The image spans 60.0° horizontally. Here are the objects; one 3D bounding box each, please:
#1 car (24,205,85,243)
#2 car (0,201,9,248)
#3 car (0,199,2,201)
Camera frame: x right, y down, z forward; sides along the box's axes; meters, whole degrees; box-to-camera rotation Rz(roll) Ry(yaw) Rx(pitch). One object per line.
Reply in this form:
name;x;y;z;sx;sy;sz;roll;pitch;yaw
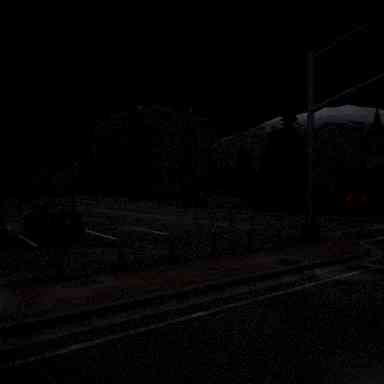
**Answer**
car;-6.367;1.340;15.306;2.007;1.523;4.514;0;0;-36
car;-8.880;1.331;13.428;2.152;1.636;5.027;0;0;-36
car;-21.607;1.374;36.413;1.845;1.501;3.633;0;0;-36
